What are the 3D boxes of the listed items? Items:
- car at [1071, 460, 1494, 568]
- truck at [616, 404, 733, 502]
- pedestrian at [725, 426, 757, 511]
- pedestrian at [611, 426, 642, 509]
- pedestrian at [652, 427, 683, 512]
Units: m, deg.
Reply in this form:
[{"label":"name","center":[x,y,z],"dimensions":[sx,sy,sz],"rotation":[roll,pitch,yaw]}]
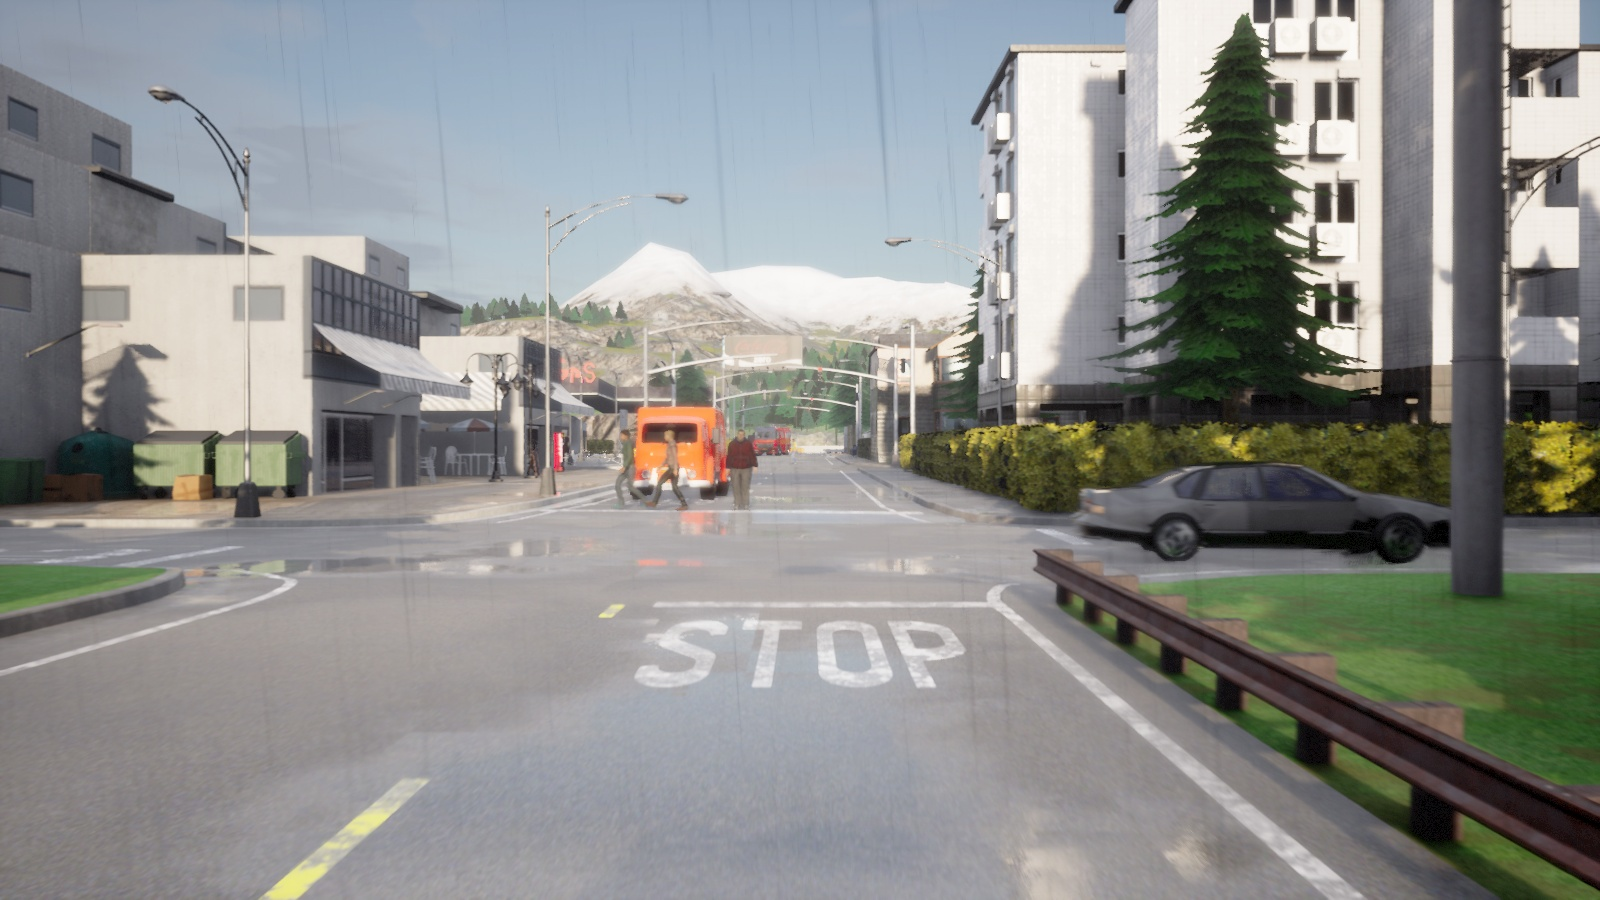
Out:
[{"label":"car","center":[6.745,0.874,18.138],"dimensions":[5.357,1.411,2.033],"rotation":[0,0,6]},{"label":"truck","center":[-3.289,0.064,34.134],"dimensions":[2.627,2.467,5.204],"rotation":[0,0,0]},{"label":"pedestrian","center":[-1.300,0.397,27.844],"dimensions":[0.634,1.844,0.899],"rotation":[0,0,2]},{"label":"pedestrian","center":[-3.878,0.383,28.037],"dimensions":[0.614,1.847,0.353],"rotation":[0,0,-19]},{"label":"pedestrian","center":[-2.886,0.418,27.401],"dimensions":[0.634,1.846,0.331],"rotation":[0,0,0]}]
